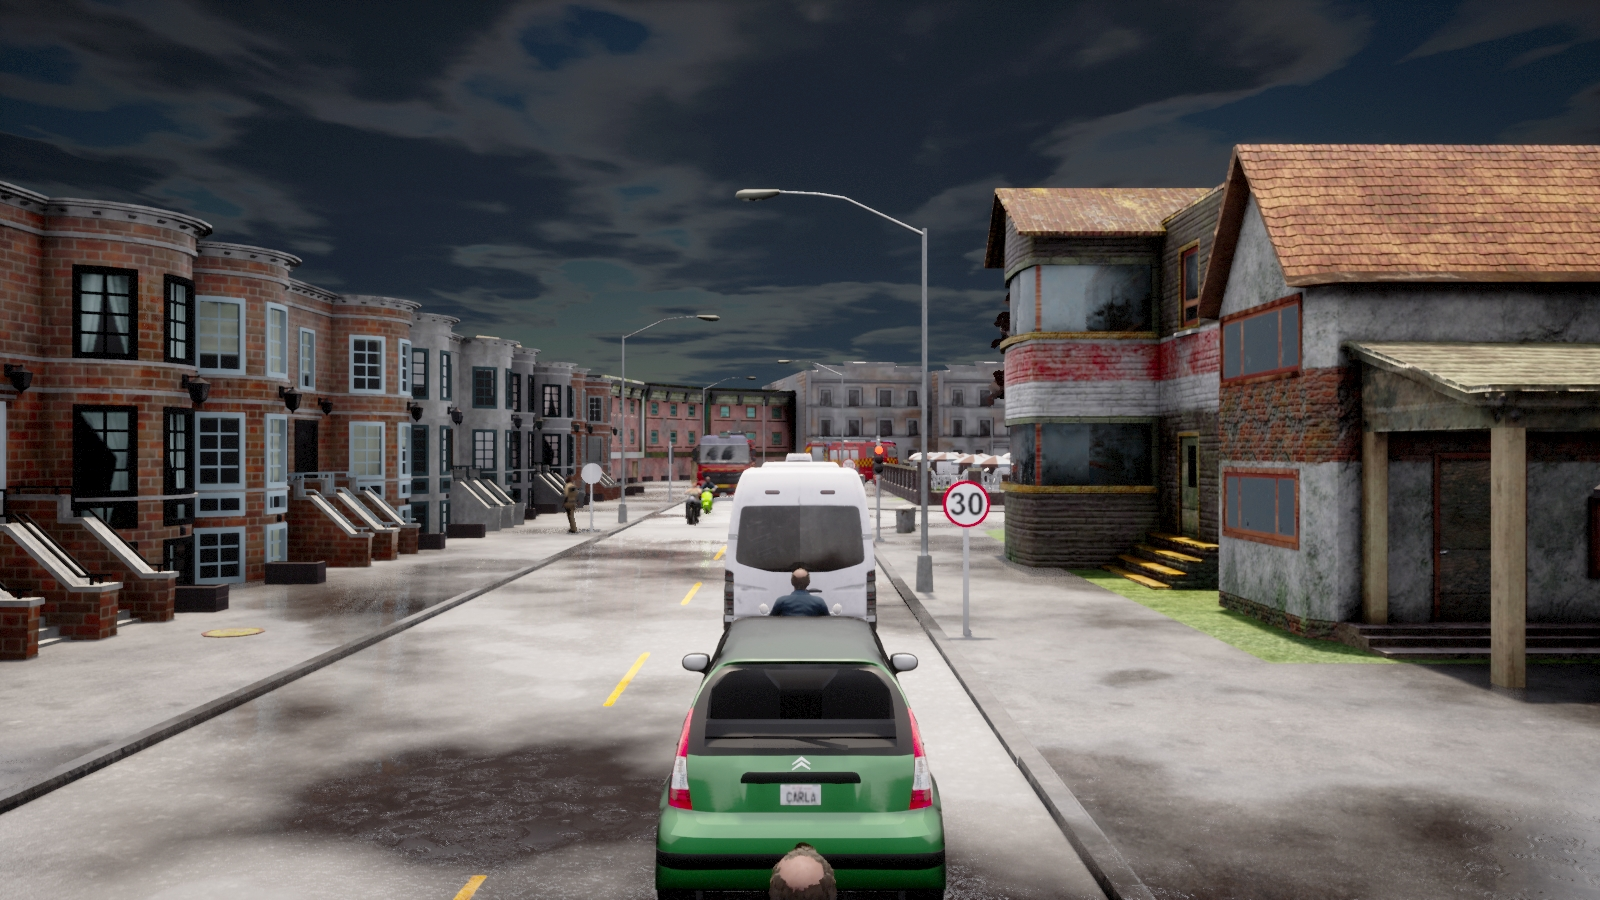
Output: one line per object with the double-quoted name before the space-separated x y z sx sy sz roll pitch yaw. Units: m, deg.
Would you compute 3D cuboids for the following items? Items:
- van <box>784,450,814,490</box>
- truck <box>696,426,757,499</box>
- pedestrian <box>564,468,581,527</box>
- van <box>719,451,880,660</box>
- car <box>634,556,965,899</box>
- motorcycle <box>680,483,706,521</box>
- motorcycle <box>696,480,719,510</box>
"van" -0.059 1.286 76.777 1.988 2.561 5.915 0 0 0
"truck" -4.023 0.646 64.049 2.891 3.827 8.468 0 0 0
"pedestrian" -7.266 1.512 36.506 0.375 1.860 0.375 0 0 27
"van" -0.006 1.308 17.043 1.988 2.561 5.915 0 0 0
"car" -0.003 1.776 8.385 1.851 1.617 3.988 0 0 0
"motorcycle" -4.002 1.934 42.905 0.764 1.277 2.356 0 0 0
"motorcycle" -4.004 1.943 49.619 0.856 1.236 1.805 0 0 0
